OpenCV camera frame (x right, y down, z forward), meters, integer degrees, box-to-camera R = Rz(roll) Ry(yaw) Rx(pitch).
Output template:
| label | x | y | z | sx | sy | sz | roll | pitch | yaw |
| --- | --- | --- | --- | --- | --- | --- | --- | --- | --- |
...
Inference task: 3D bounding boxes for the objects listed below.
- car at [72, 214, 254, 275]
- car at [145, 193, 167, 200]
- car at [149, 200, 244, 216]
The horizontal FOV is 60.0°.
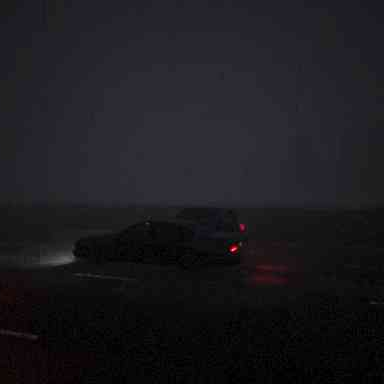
| label | x | y | z | sx | sy | sz | roll | pitch | yaw |
| --- | --- | --- | --- | --- | --- | --- | --- | --- | --- |
| car | -0.982 | 1.551 | 10.299 | 5.357 | 1.411 | 2.033 | 0 | 0 | 19 |
| car | -7.998 | 1.238 | 73.561 | 4.605 | 1.855 | 1.932 | 0 | 0 | 19 |
| car | 0.167 | 1.358 | 13.606 | 4.553 | 1.767 | 2.097 | 0 | 0 | 19 |
